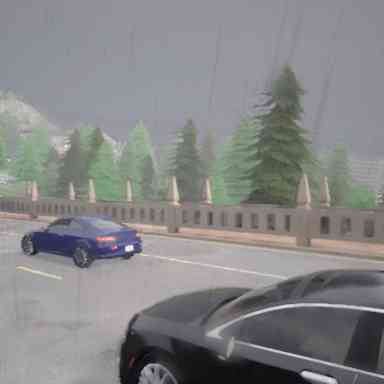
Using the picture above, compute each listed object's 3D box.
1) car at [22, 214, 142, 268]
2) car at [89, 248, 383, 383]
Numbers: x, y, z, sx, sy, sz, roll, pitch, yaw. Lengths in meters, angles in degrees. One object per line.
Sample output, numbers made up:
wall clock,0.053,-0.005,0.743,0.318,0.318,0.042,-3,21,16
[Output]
car,-3.680,1.445,10.919,4.674,1.442,1.812,0,0,36
car,1.418,1.498,2.981,4.892,1.490,1.837,0,0,36
